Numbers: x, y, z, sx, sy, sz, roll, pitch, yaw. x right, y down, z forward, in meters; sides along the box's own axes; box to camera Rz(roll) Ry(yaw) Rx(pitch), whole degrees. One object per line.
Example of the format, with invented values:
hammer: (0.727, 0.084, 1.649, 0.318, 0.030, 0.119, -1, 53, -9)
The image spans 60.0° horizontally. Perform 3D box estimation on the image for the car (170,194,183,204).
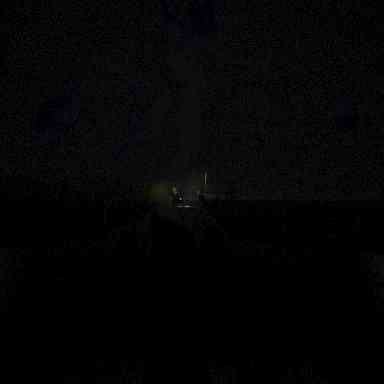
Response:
car: (-2.747, 1.145, 58.373, 2.097, 1.767, 4.553, 0, 0, 0)
